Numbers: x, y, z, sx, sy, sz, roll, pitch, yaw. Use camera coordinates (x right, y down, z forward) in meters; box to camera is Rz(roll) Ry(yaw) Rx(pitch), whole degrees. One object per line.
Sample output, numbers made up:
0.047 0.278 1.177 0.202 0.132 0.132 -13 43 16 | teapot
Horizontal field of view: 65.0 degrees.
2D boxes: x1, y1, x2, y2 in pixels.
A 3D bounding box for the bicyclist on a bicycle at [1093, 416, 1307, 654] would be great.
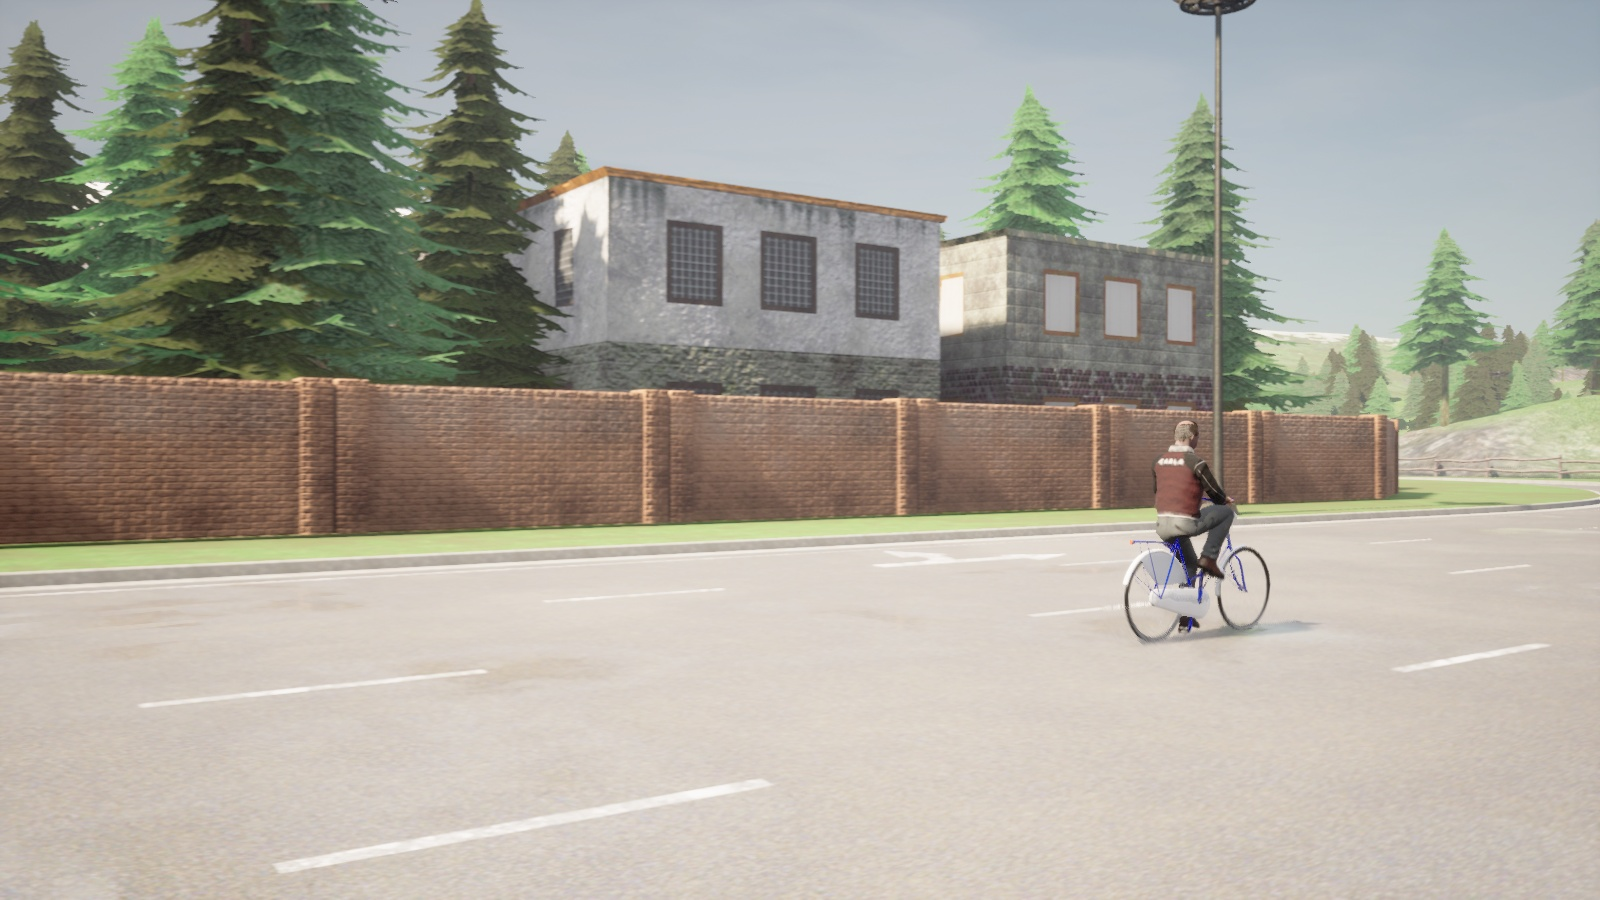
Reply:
3.267 0.633 10.198 1.843 1.776 0.659 0 0 -35 | bicyclist on a bicycle
